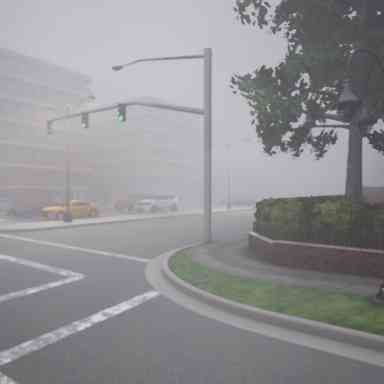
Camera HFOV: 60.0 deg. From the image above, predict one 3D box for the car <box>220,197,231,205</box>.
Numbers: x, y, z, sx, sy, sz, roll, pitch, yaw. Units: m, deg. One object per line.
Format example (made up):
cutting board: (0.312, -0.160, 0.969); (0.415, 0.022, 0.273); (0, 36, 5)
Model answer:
car: (6.710, 1.493, 56.041); (2.033, 1.411, 5.357); (0, 0, 36)

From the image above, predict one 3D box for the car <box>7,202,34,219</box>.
car: (-13.023, 1.492, 28.970); (2.033, 1.411, 5.357); (0, 0, 36)

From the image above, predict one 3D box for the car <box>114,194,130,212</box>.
car: (-6.350, 1.166, 38.166); (2.150, 2.045, 5.566); (0, 0, 36)

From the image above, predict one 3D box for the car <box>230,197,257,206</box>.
car: (8.444, 1.553, 52.501); (1.895, 1.301, 4.718); (0, 0, 36)

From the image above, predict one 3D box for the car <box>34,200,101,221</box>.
car: (-9.875, 1.429, 27.351); (1.882, 1.535, 5.008); (0, 0, 36)

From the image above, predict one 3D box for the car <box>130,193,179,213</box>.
car: (-3.648, 1.171, 35.924); (2.150, 2.045, 5.566); (0, 0, 36)
